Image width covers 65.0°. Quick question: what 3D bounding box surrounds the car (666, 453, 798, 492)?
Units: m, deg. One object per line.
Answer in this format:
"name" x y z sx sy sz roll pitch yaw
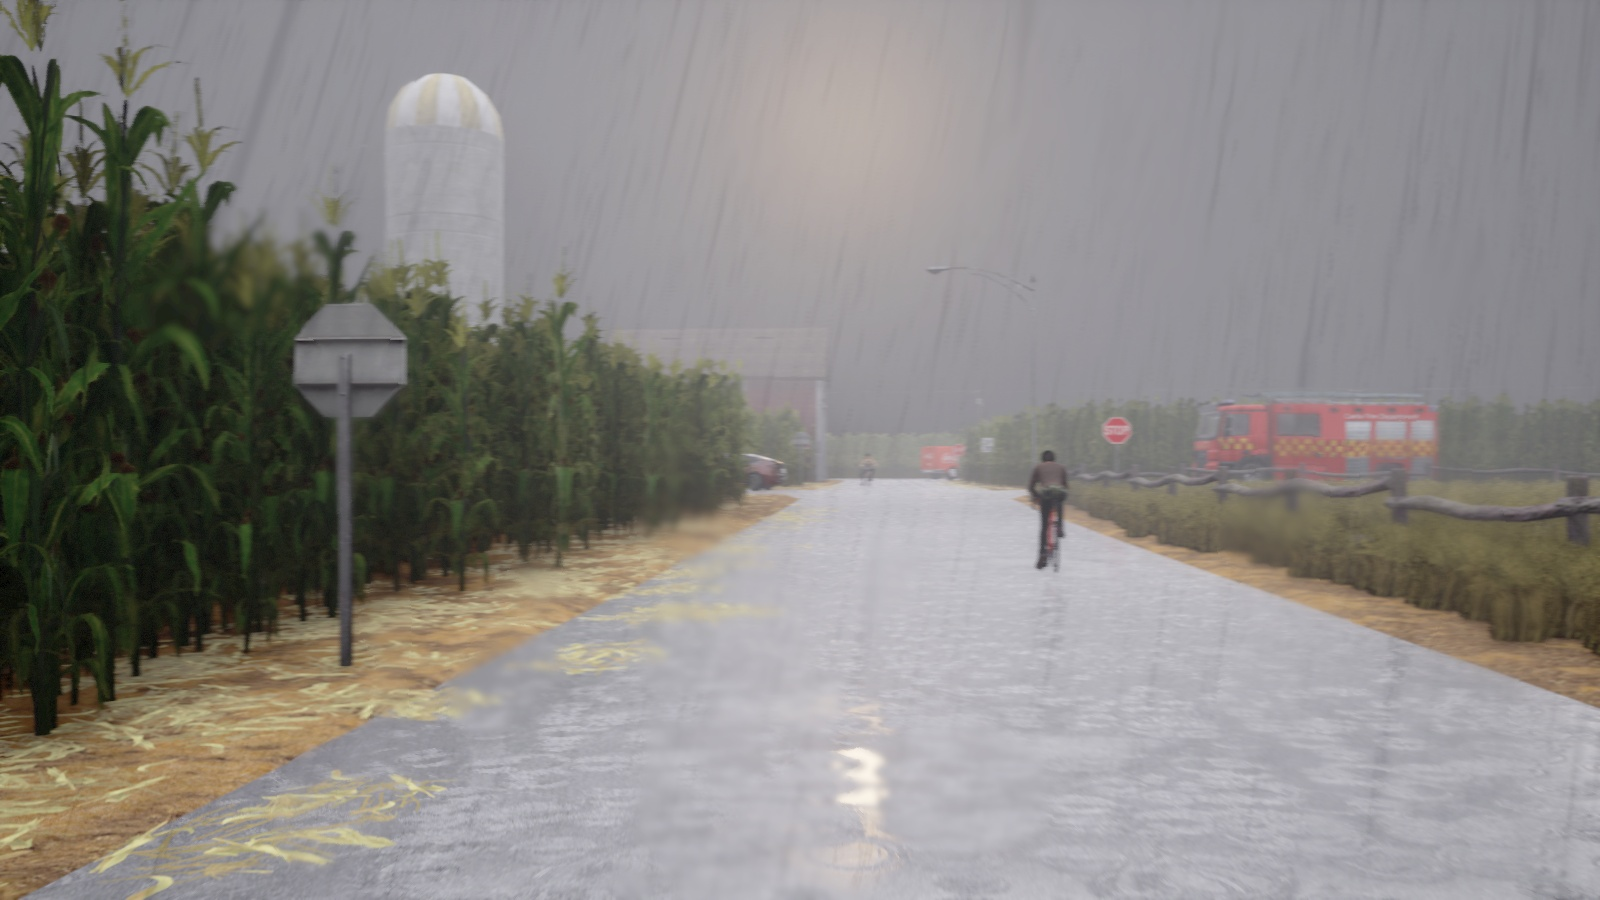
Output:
"car" -2.670 0.883 49.627 4.792 1.488 2.163 -1 -1 14

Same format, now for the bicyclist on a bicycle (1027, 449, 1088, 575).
"bicyclist on a bicycle" 3.470 0.813 17.026 0.582 1.620 1.656 0 -1 4

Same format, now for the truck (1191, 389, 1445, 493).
"truck" 19.587 -0.322 47.912 8.468 3.827 2.891 0 0 5

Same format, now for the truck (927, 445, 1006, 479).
"truck" 12.392 0.918 93.647 5.204 2.467 2.627 0 -2 -24
